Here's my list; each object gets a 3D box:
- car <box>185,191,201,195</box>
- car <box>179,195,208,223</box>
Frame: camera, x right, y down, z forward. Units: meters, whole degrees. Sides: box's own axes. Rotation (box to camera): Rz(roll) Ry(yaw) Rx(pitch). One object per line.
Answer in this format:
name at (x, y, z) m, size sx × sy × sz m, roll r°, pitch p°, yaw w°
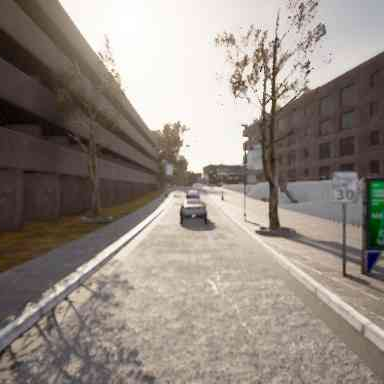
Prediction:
car at (0.112, 0.543, 41.736) m, size 1.812 × 1.442 × 4.674 m, roll 0°, pitch 3°, yaw 0°
car at (0.107, 1.226, 23.252) m, size 2.128 × 1.511 × 4.902 m, roll 0°, pitch 2°, yaw 0°
